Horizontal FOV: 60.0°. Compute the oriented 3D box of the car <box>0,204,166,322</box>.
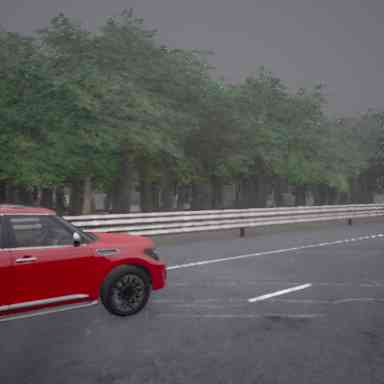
[{"bbox_3d":[-3.176,1.222,5.794,5.566,2.045,2.150,0,0,-35],"label":"car"}]
